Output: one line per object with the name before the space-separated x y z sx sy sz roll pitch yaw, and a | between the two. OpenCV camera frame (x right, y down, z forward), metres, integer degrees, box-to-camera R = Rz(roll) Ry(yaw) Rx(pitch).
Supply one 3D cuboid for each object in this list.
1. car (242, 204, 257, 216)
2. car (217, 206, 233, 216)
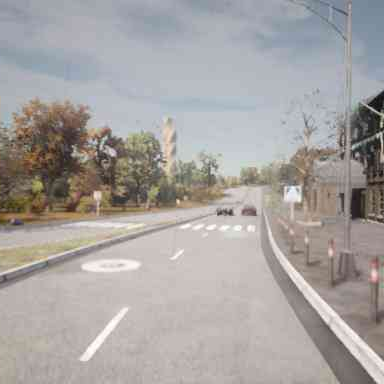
car | 8.123 2.496 46.971 1.882 1.535 5.008 1 -1 12
car | 4.688 2.560 46.473 1.895 1.301 4.718 1 -1 12
